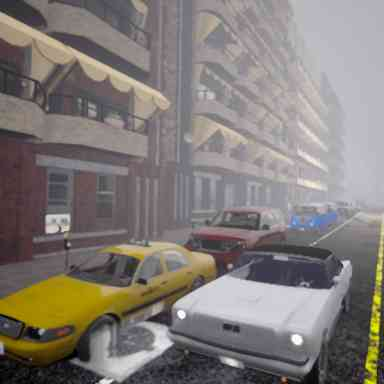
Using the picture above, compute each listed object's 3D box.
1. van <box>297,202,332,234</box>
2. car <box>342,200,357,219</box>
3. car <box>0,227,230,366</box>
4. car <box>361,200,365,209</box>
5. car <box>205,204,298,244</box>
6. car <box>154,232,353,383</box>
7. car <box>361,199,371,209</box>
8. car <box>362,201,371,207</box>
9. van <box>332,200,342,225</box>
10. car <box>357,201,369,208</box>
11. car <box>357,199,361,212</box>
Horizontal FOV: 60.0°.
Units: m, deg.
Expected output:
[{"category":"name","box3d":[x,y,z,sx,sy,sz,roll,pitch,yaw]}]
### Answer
[{"category":"van","box3d":[7.289,1.600,20.605,1.690,1.788,3.998,2,0,30]},{"category":"car","box3d":[15.643,1.792,34.940,2.192,1.841,5.009,2,0,30]},{"category":"car","box3d":[-1.154,1.581,6.126,1.752,1.417,4.829,2,0,30]},{"category":"car","box3d":[23.988,2.272,49.275,1.947,1.339,4.313,2,0,30]},{"category":"car","box3d":[1.723,1.438,11.051,2.192,1.841,5.009,2,0,30]},{"category":"car","box3d":[1.563,1.669,5.731,1.895,1.301,4.718,0,-1,30]},{"category":"car","box3d":[32.346,2.268,63.608,2.192,1.841,5.009,2,0,30]},{"category":"car","box3d":[43.476,2.892,82.722,1.802,1.307,4.206,1,0,30]},{"category":"van","box3d":[10.074,1.671,25.385,1.690,1.788,3.998,2,0,30]},{"category":"car","box3d":[35.124,2.584,68.387,1.887,1.381,4.507,2,0,30]},{"category":"car","box3d":[18.427,1.867,39.718,2.192,1.841,5.009,2,0,30]}]
